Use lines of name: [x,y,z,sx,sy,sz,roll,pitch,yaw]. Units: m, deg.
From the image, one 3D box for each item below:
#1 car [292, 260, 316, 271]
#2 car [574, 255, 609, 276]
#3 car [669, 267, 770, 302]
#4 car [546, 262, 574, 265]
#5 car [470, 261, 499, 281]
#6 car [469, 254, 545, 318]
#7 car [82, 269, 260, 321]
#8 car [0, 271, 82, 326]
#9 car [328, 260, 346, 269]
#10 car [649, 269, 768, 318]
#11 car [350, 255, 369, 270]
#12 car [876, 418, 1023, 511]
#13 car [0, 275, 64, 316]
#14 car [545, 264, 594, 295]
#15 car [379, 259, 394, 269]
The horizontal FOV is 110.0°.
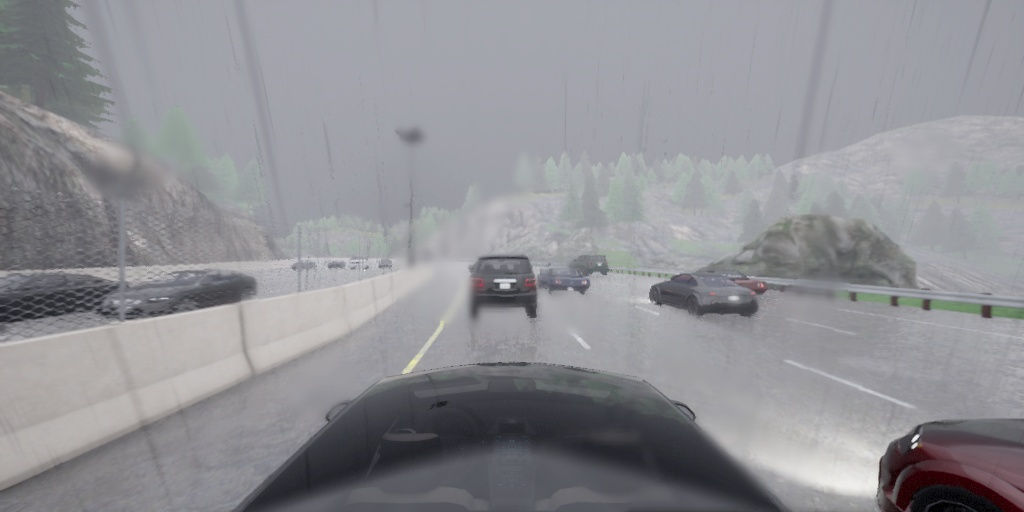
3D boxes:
car: [-28.346,1.250,48.992,2.033,1.411,5.357,0,0,-16]
car: [7.487,0.876,35.132,2.150,2.045,5.566,0,0,-10]
car: [9.813,1.292,17.509,1.895,1.301,4.718,0,0,-5]
car: [4.032,1.265,34.575,1.895,1.301,4.718,0,0,-10]
car: [-2.478,1.234,31.249,2.033,1.411,5.357,0,0,-10]
car: [-0.367,0.946,12.992,2.150,2.045,5.566,0,0,-4]
car: [-11.075,1.241,12.557,2.128,1.511,4.902,0,0,-4]
car: [-14.454,1.239,10.700,1.882,1.535,5.008,0,0,-4]
car: [-26.150,1.288,53.604,1.895,1.301,4.718,0,0,-18]
car: [6.627,1.273,12.859,1.994,1.385,4.181,0,0,-3]
car: [-21.803,0.903,51.459,2.150,2.045,5.566,0,0,-17]
car: [3.515,1.308,0.709,1.994,1.385,4.181,0,0,0]
car: [-17.980,1.369,11.340,1.895,1.301,4.718,0,0,-4]
car: [2.625,1.304,19.300,1.895,1.301,4.718,0,0,-6]
car: [-19.030,1.173,54.288,1.837,1.490,4.892,0,0,-17]
